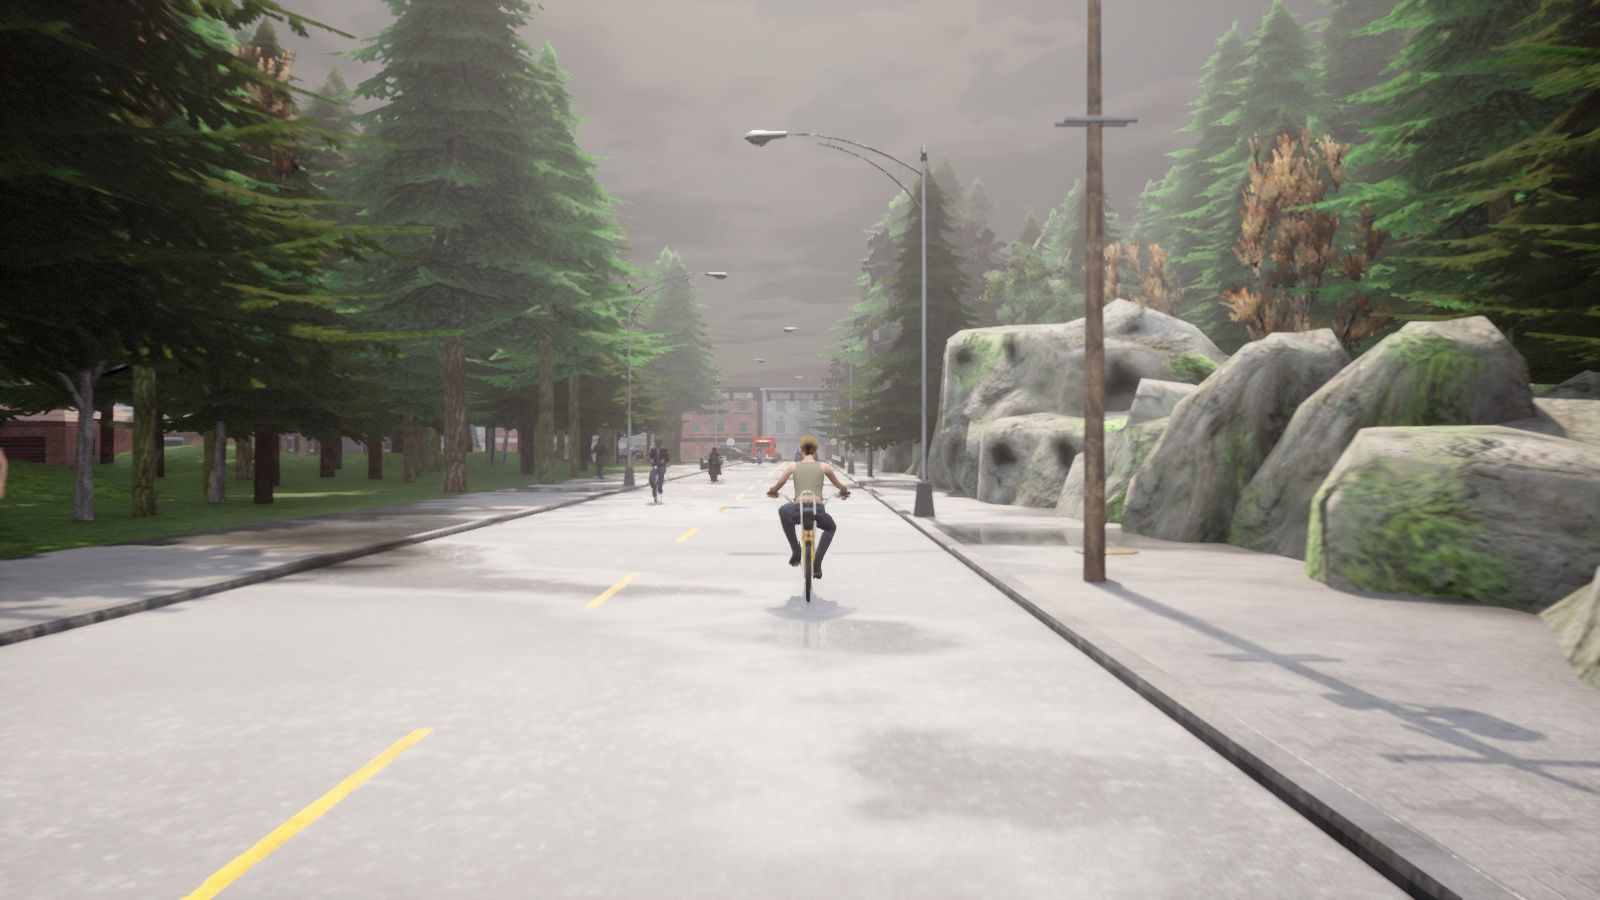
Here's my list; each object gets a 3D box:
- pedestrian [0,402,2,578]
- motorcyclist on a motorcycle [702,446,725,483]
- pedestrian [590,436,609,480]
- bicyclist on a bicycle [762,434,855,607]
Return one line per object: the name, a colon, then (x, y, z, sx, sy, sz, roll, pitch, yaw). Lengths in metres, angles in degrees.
pedestrian: (-8.558, 0.422, 12.876, 0.345, 1.836, 0.594, 0, 0, 6)
motorcyclist on a motorcycle: (-3.670, 0.610, 53.494, 0.797, 1.523, 2.044, 0, 0, 0)
pedestrian: (-8.643, 0.333, 54.071, 0.563, 1.883, 0.849, 0, 0, 10)
bicyclist on a bicycle: (0.084, 0.657, 12.459, 0.866, 1.612, 1.509, 0, 0, 1)
